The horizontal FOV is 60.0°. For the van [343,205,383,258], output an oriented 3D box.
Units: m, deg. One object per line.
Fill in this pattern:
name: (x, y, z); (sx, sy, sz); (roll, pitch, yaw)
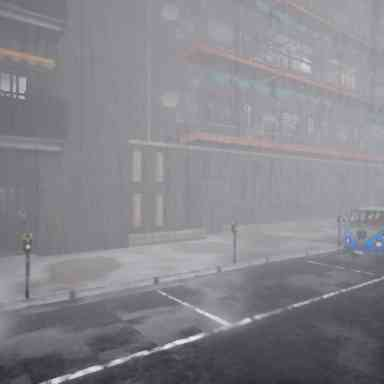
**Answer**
van: (6.844, 1.340, 11.438); (3.998, 1.788, 1.690); (0, 0, -36)
